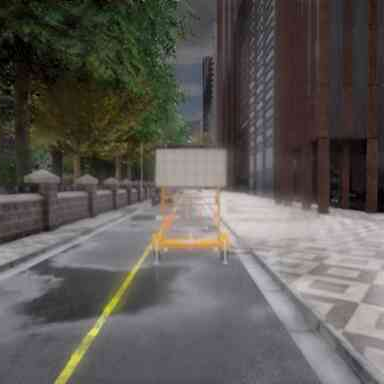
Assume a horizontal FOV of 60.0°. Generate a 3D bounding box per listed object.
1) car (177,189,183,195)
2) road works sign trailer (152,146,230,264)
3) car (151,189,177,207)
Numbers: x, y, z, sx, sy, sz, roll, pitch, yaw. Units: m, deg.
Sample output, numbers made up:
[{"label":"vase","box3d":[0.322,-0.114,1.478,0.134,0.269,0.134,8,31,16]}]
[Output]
[{"label":"car","box3d":[-3.210,-0.333,78.068,2.150,2.045,5.566,0,1,0]},{"label":"road works sign trailer","box3d":[-0.027,0.283,10.993,2.380,3.560,2.880,0,1,0]},{"label":"car","box3d":[-3.197,0.587,37.195,2.150,2.045,5.566,0,1,0]}]
